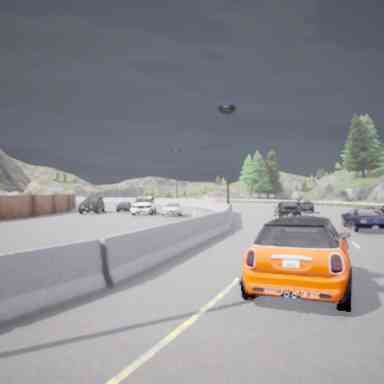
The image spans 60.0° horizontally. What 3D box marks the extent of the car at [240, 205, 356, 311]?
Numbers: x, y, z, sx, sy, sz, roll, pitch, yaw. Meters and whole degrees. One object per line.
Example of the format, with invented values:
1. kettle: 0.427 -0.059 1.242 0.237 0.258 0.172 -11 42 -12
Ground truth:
1. car: 2.702 1.365 8.172 2.097 1.767 4.553 -1 0 24

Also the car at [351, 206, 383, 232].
1. car: 10.162 1.579 19.664 1.895 1.301 4.718 -1 0 13

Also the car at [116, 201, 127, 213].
1. car: -8.824 1.946 44.083 2.033 1.411 5.357 -1 0 -4

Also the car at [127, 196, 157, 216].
1. car: -5.214 1.522 36.842 2.150 2.045 5.566 -1 0 1

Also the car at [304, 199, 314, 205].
1. car: 12.337 1.551 37.746 2.128 1.511 4.902 -1 0 2

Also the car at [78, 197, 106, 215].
1. car: -12.184 1.649 40.910 2.150 2.045 5.566 -1 -1 -2

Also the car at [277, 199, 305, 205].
1. car: 8.311 1.568 29.244 1.837 1.490 4.892 0 0 7

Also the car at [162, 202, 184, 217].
1. car: -1.911 1.764 34.080 1.812 1.442 4.674 -1 0 4
